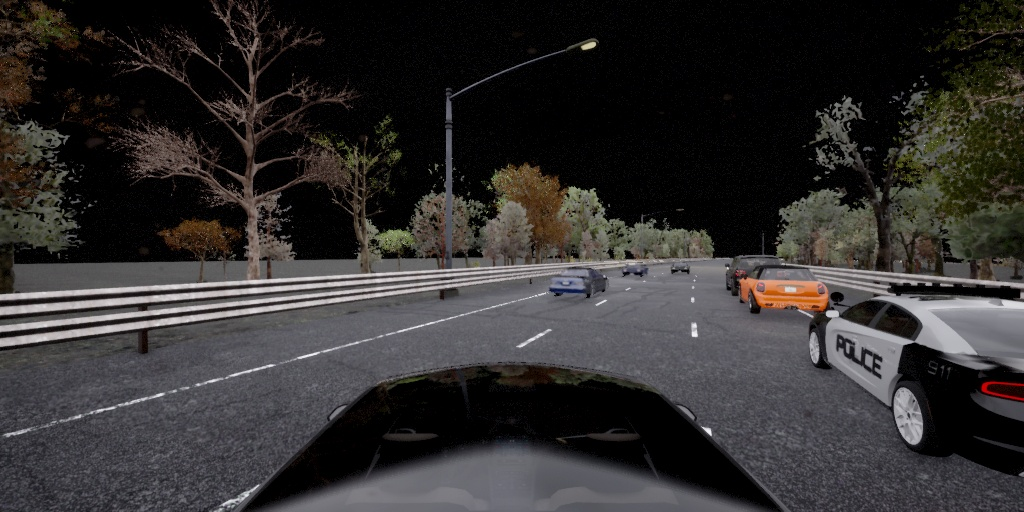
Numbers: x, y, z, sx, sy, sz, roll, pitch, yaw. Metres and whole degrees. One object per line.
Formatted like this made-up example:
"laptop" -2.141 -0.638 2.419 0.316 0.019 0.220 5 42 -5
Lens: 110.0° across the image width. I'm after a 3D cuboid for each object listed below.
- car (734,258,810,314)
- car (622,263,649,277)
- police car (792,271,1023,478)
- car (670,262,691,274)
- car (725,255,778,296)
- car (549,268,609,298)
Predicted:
"car" 9.899 1.102 13.415 2.097 1.767 4.553 0 0 27
"car" 12.094 1.362 34.925 1.895 1.301 4.718 0 0 28
"police car" 5.596 1.175 4.682 1.930 1.638 5.238 0 0 26
"car" 19.238 1.369 40.818 1.895 1.301 4.718 0 0 28
"car" 12.599 0.978 18.755 2.150 2.045 5.566 0 0 27
"car" 3.599 1.298 18.553 2.033 1.411 5.357 0 0 27
